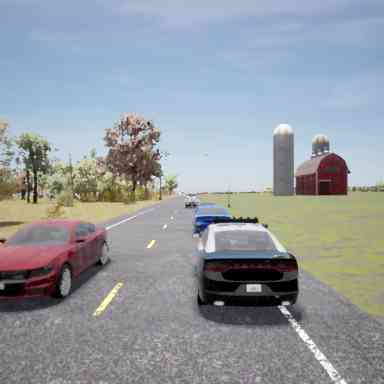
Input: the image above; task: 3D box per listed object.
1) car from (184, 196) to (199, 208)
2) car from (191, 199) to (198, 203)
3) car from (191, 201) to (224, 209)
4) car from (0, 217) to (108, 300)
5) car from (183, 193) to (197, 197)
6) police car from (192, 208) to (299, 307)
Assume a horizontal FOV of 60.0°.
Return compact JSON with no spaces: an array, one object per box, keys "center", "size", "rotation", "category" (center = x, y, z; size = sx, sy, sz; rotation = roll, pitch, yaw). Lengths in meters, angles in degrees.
[{"center":[0.011,1.589,47.509],"size":[1.895,1.301,4.718],"rotation":[0,0,1],"category":"car"},{"center":[1.044,1.504,24.108],"size":[1.837,1.490,4.892],"rotation":[0,0,0],"category":"car"},{"center":[1.046,1.478,18.107],"size":[1.882,1.535,5.008],"rotation":[0,0,0],"category":"car"},{"center":[-3.603,1.478,8.670],"size":[1.882,1.535,5.008],"rotation":[0,0,0],"category":"car"},{"center":[-0.011,1.202,59.451],"size":[2.150,2.045,5.566],"rotation":[0,0,0],"category":"car"},{"center":[1.048,1.426,8.217],"size":[1.930,1.638,5.238],"rotation":[0,0,0],"category":"police car"}]
